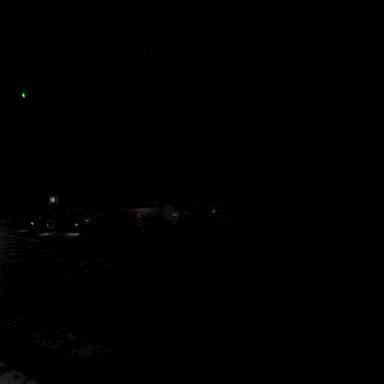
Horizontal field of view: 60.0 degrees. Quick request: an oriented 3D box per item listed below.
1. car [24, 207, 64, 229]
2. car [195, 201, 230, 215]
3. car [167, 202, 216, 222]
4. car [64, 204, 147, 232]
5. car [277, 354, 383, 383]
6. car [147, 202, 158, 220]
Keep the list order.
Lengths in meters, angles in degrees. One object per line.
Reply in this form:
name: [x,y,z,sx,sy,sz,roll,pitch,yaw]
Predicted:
car: [-8.542,1.651,22.229,1.895,1.301,4.718,1,0,35]
car: [2.348,1.775,37.595,1.994,1.385,4.181,1,0,36]
car: [0.061,1.676,28.759,2.128,1.511,4.902,1,0,35]
car: [-5.328,1.631,21.139,1.812,1.442,4.674,1,0,35]
car: [2.408,1.545,1.243,4.507,1.381,1.887,0,1,35]
car: [-3.406,1.651,29.486,1.812,1.442,4.674,1,0,35]
